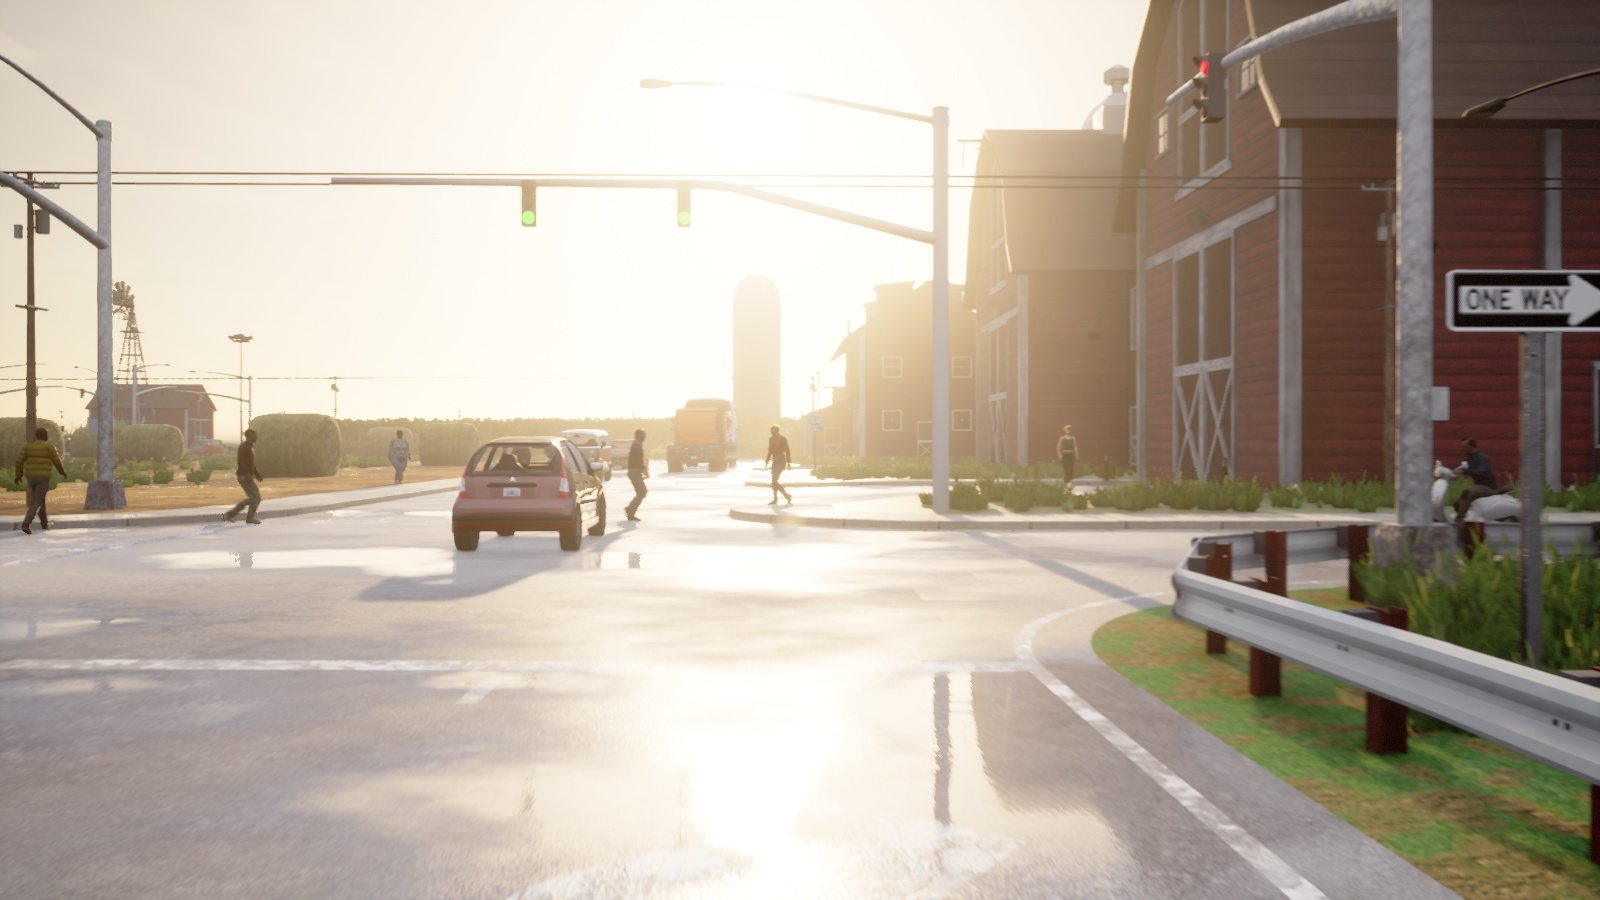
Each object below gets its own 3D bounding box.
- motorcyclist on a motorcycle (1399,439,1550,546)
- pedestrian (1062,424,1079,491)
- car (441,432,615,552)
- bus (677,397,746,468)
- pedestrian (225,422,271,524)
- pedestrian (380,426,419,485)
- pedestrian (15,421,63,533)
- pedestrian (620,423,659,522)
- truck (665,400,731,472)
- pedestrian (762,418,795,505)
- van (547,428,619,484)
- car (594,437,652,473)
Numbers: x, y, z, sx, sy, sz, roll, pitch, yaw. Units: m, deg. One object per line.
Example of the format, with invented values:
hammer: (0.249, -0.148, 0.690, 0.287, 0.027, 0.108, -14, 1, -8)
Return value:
motorcyclist on a motorcycle: (10.196, 0.625, 19.041, 1.817, 1.590, 0.866, 0, 0, 0)
pedestrian: (7.413, 0.198, 34.439, 0.345, 1.836, 0.594, 0, 0, -1)
car: (-3.966, 0.547, 18.967, 1.851, 1.617, 3.988, 0, 1, -2)
bus: (-5.571, -1.090, 81.017, 3.944, 4.253, 10.273, 0, 0, -1)
pedestrian: (-10.036, 0.414, 22.846, 0.703, 1.840, 0.431, 0, 0, -13)
pedestrian: (-12.800, 0.175, 40.128, 0.874, 1.855, 0.900, 0, 0, -43)
pedestrian: (-12.772, 0.442, 21.080, 0.370, 1.835, 0.726, 0, 0, 0)
pedestrian: (-3.037, 0.413, 23.736, 0.720, 1.854, 0.376, 0, 0, -5)
truck: (-5.151, -0.636, 64.566, 2.891, 3.462, 7.936, 0, 0, -1)
pedestrian: (-0.461, 0.251, 26.995, 0.636, 1.846, 0.331, 0, 0, -45)
van: (-8.219, 0.195, 47.952, 2.069, 2.038, 4.480, 0, 0, -2)
car: (-8.563, 0.223, 61.126, 2.242, 1.667, 4.611, 0, 0, -1)
